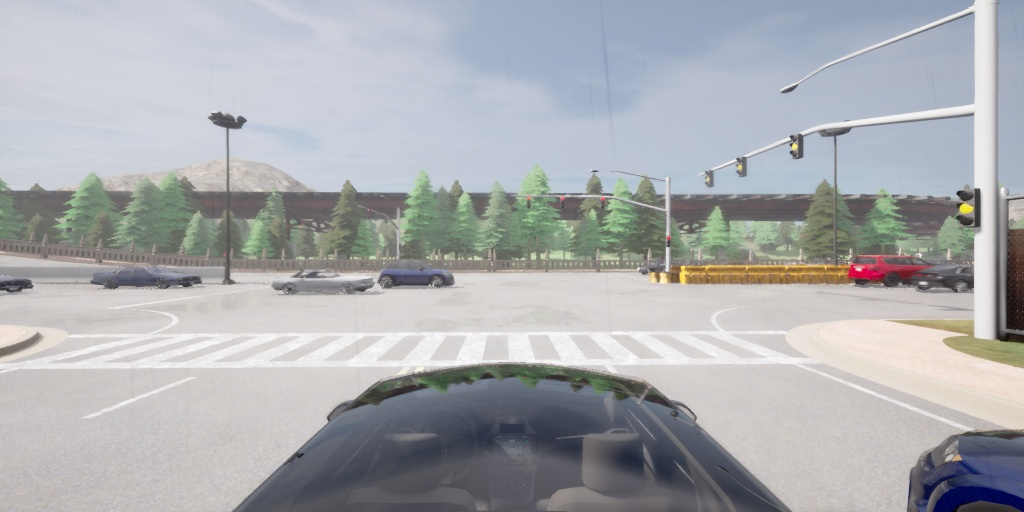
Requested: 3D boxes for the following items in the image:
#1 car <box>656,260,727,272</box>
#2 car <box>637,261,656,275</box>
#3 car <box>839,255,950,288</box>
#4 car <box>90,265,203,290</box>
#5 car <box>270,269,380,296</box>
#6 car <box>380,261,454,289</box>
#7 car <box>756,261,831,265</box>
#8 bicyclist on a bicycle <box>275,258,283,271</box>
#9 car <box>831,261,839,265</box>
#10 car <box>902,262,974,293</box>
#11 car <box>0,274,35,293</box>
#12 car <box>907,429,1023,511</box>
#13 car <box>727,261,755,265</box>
[{"bbox_3d":[15.184,1.102,30.445,4.553,1.767,2.097,0,0,-2],"label":"car"},{"bbox_3d":[15.576,1.241,37.460,4.902,1.511,2.128,0,0,-2],"label":"car"},{"bbox_3d":[25.367,0.971,23.557,5.566,2.045,2.150,0,0,-2],"label":"car"},{"bbox_3d":[-22.413,1.290,22.074,5.357,1.411,2.033,0,0,-2],"label":"car"},{"bbox_3d":[-9.852,1.351,18.961,4.718,1.301,1.895,0,0,-2],"label":"car"},{"bbox_3d":[-5.951,1.102,22.583,4.553,1.767,2.097,0,0,-2],"label":"car"},{"bbox_3d":[24.013,1.276,30.701,4.674,1.442,1.812,0,0,-2],"label":"car"},{"bbox_3d":[-28.452,1.041,43.882,0.582,1.620,1.656,0,0,-2],"label":"bicyclist on a bicycle"},{"bbox_3d":[30.016,1.241,34.404,4.902,1.511,2.128,0,0,-2],"label":"car"},{"bbox_3d":[25.336,1.256,20.055,4.892,1.490,1.837,0,0,-2],"label":"car"},{"bbox_3d":[-28.296,1.275,18.392,5.357,1.411,2.033,0,0,-2],"label":"car"},{"bbox_3d":[3.600,1.314,0.576,1.994,1.385,4.181,0,0,0],"label":"car"},{"bbox_3d":[20.519,1.255,34.112,4.892,1.490,1.837,0,0,-2],"label":"car"}]
